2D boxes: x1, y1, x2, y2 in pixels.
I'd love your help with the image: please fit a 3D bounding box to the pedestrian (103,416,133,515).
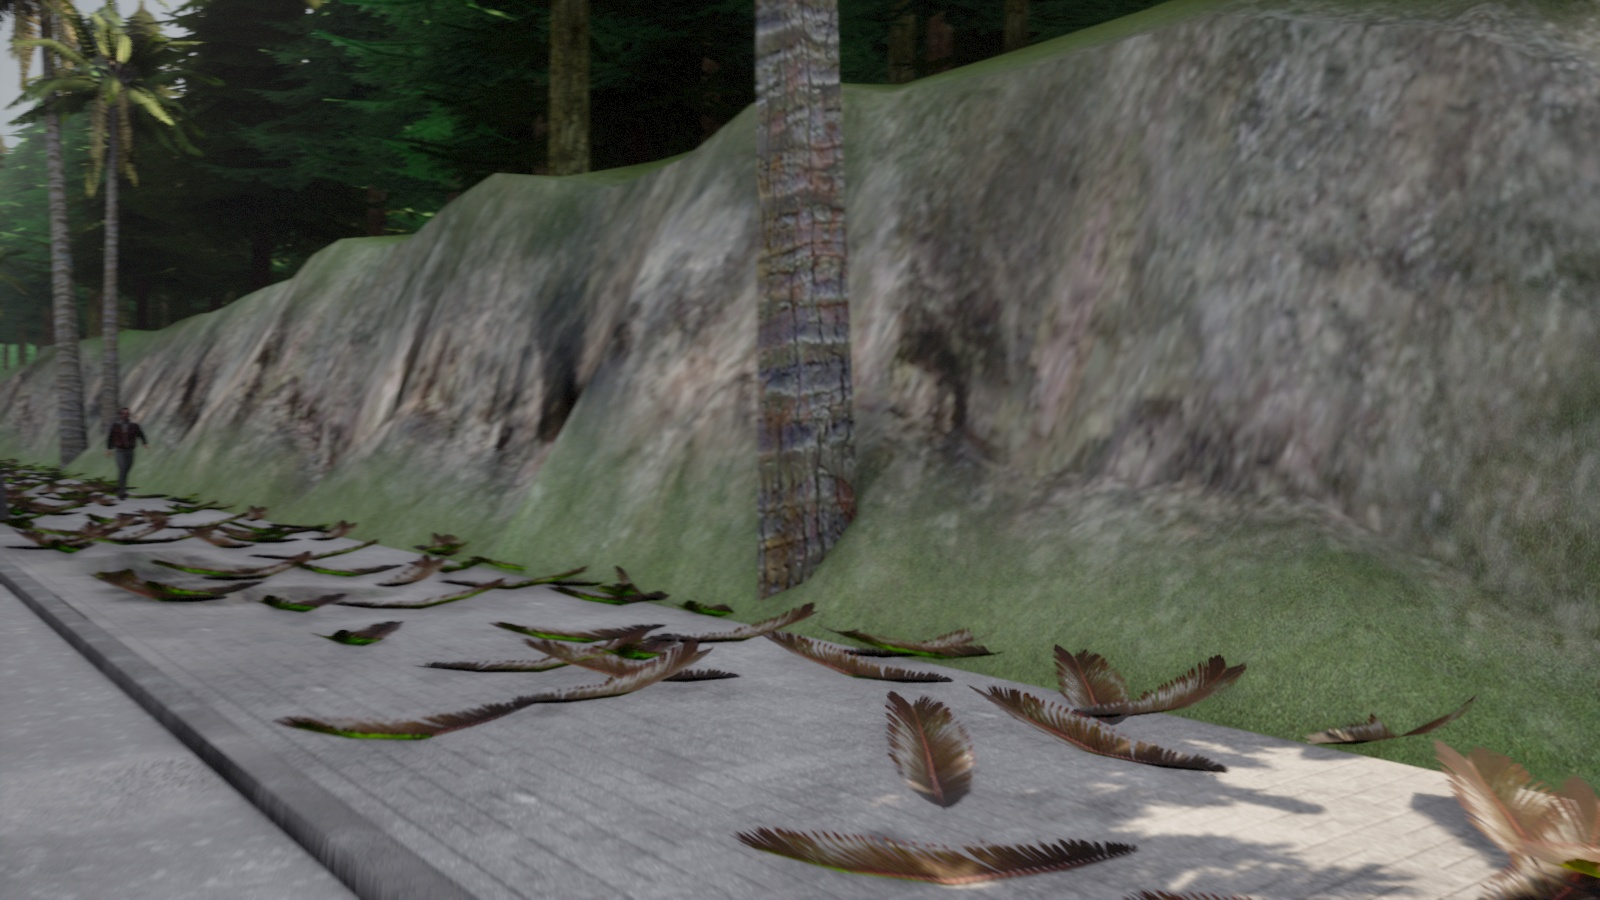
[{"bbox_3d":[-13.046,0.292,24.015,0.376,1.854,0.720,-1,1,-38],"label":"pedestrian"}]
